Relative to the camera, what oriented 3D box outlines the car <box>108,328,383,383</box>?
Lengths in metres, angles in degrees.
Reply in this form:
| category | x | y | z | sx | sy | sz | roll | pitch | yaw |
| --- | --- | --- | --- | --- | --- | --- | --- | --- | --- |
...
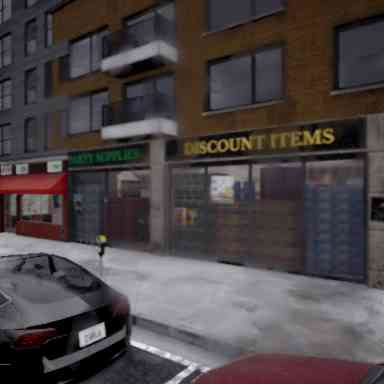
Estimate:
| category | x | y | z | sx | sy | sz | roll | pitch | yaw |
| --- | --- | --- | --- | --- | --- | --- | --- | --- | --- |
| car | 1.726 | 1.582 | 1.579 | 4.206 | 1.307 | 1.802 | 0 | 0 | 36 |

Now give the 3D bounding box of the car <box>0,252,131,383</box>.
| category | x | y | z | sx | sy | sz | roll | pitch | yaw |
| --- | --- | --- | --- | --- | --- | --- | --- | --- | --- |
| car | -2.760 | 1.564 | 4.779 | 4.313 | 1.339 | 1.947 | 0 | 0 | 36 |
